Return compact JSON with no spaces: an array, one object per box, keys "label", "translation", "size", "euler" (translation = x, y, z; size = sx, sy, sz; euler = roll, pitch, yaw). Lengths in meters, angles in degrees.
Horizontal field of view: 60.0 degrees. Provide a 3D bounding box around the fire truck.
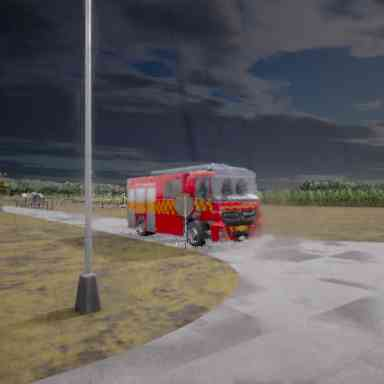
[{"label":"fire truck","translation":[-0.384,0.583,17.572],"size":[2.891,3.827,8.468],"euler":[0,-1,-36]}]
